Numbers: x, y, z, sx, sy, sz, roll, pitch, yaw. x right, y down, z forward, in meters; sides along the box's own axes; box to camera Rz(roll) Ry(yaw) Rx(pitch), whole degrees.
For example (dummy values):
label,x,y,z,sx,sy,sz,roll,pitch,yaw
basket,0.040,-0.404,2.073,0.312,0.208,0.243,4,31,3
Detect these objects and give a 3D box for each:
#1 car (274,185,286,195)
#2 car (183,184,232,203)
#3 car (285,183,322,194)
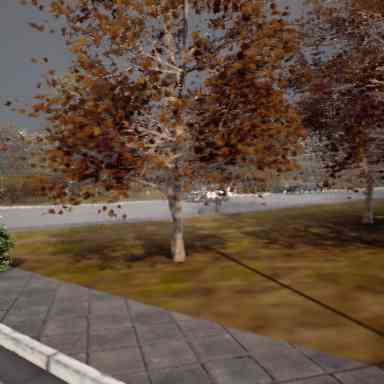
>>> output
label,x,y,z,sx,sy,sz,roll,pitch,yaw
car,14.623,-0.528,50.091,5.008,1.535,1.882,-3,3,-25
car,2.167,0.160,39.262,5.566,2.045,2.150,-3,3,-32
car,16.109,-0.669,46.918,4.902,1.511,2.128,-3,3,-25
